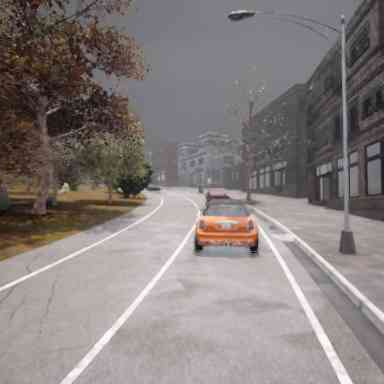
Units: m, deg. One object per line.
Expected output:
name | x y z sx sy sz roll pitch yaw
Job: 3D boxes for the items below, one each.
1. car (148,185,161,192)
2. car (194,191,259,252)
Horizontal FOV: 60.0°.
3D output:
car | -7.165 -0.670 63.322 1.895 1.301 4.718 2 2 -17
car | 1.320 1.032 12.694 2.097 1.767 4.553 0 2 6
